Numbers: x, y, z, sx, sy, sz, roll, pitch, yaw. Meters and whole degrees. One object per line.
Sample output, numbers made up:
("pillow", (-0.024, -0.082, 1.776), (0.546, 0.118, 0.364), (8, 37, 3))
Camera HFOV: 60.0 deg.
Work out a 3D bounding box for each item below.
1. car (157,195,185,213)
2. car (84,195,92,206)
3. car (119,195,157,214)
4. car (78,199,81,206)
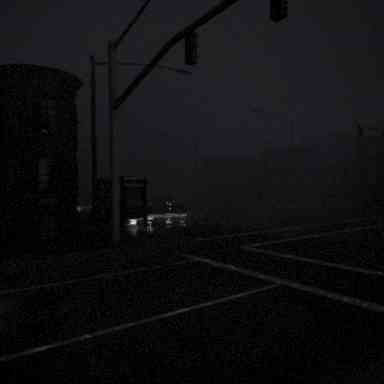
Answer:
("car", (-2.573, 1.076, 32.530), (2.097, 1.767, 4.553), (-1, 1, -35))
("car", (-14.637, 1.218, 49.668), (2.128, 1.511, 4.902), (-1, 1, -35))
("car", (-5.477, 1.135, 30.577), (2.097, 1.767, 4.553), (-1, 1, -35))
("car", (-17.650, 1.135, 47.868), (2.097, 1.767, 4.553), (-1, 1, -35))
